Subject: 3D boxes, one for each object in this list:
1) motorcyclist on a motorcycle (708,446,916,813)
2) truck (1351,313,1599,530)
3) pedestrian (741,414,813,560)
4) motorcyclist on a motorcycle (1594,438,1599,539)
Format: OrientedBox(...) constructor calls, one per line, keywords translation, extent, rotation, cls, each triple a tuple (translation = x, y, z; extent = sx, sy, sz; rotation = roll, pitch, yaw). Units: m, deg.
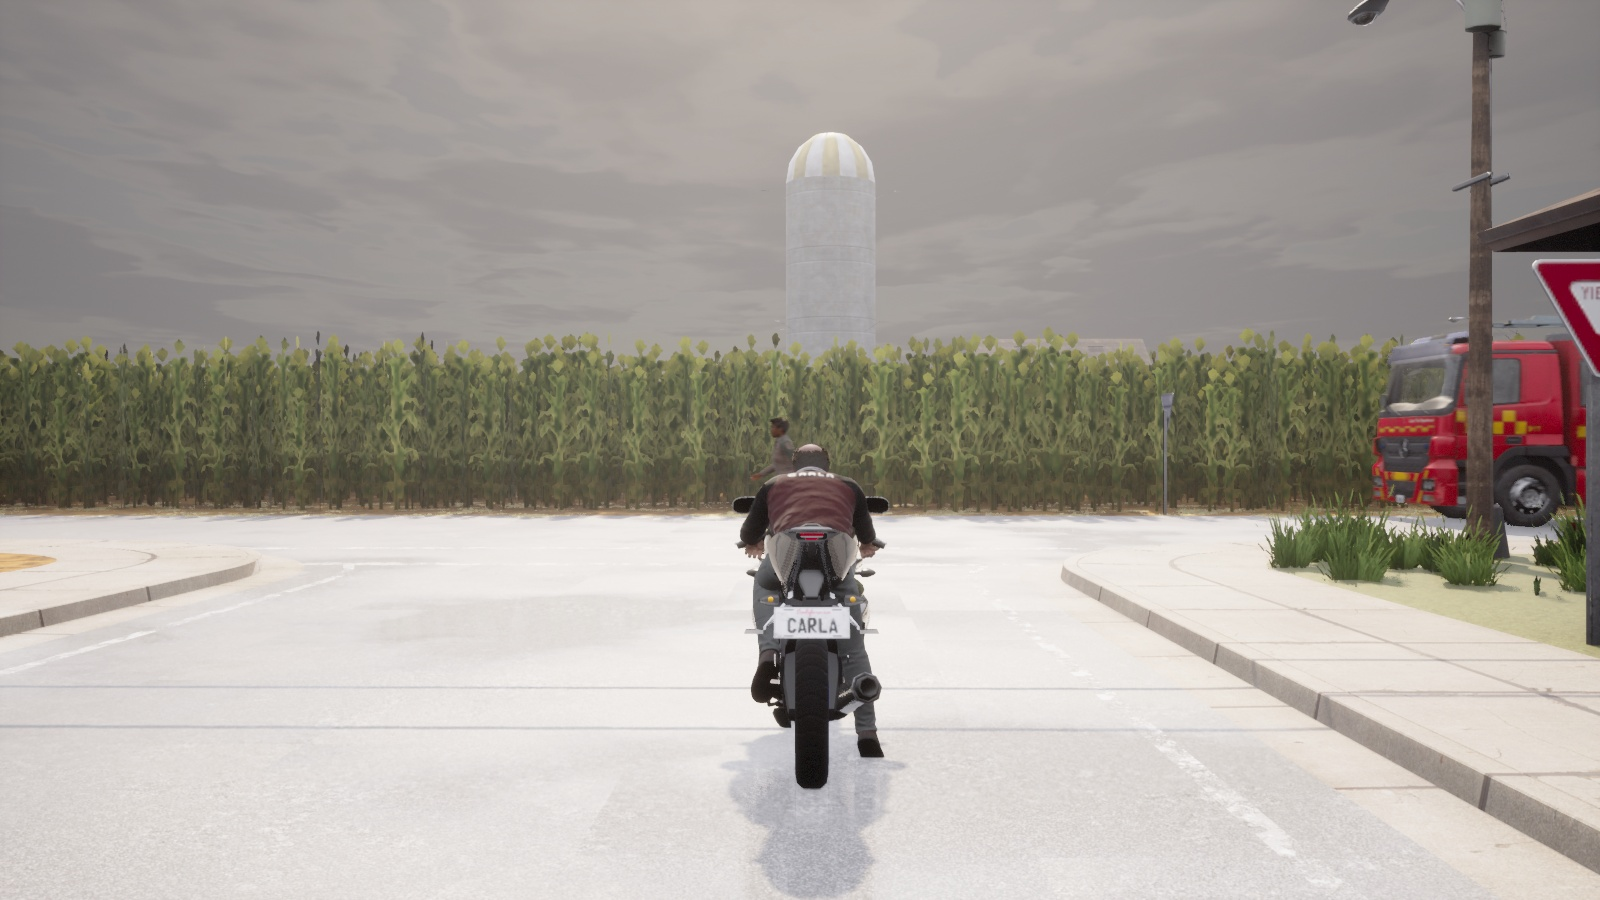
OrientedBox(translation=(0.055, 0.746, 6.339), extent=(0.866, 1.530, 2.191), rotation=(0, 0, 0), cls="motorcyclist on a motorcycle")
OrientedBox(translation=(15.233, -0.513, 23.615), extent=(8.468, 3.827, 2.891), rotation=(0, 0, 1), cls="truck")
OrientedBox(translation=(-0.285, 0.460, 15.703), extent=(0.869, 1.805, 0.328), rotation=(0, 0, 6), cls="pedestrian")
OrientedBox(translation=(14.171, 0.620, 20.144), extent=(2.350, 1.649, 0.766), rotation=(0, 0, 1), cls="motorcyclist on a motorcycle")
